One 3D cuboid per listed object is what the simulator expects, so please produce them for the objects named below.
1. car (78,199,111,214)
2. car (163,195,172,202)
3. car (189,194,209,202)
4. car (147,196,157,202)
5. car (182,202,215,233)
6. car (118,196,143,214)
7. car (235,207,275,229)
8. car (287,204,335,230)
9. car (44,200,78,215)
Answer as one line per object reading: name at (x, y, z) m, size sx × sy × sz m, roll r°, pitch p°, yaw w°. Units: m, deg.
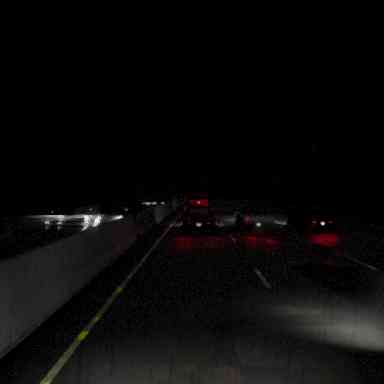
car at (-9.979, 1.502, 35.449) m, size 2.128 × 1.511 × 4.902 m, roll 0°, pitch 0°, yaw 1°
car at (-5.584, 1.475, 76.065) m, size 1.882 × 1.535 × 5.008 m, roll 0°, pitch 0°, yaw 1°
car at (0.784, 1.238, 38.222) m, size 2.150 × 2.045 × 5.566 m, roll 0°, pitch 0°, yaw 2°
car at (-9.084, 1.591, 76.103) m, size 1.895 × 1.301 × 4.718 m, roll 0°, pitch 0°, yaw 1°
car at (0.398, 1.534, 19.759) m, size 1.812 × 1.442 × 4.674 m, roll 0°, pitch 0°, yaw 1°
car at (-6.481, 1.503, 35.397) m, size 2.128 × 1.511 × 4.902 m, roll 0°, pitch 0°, yaw 1°
car at (3.947, 1.612, 21.651) m, size 1.895 × 1.301 × 4.718 m, roll 0°, pitch 0°, yaw 1°
car at (7.440, 1.518, 21.213) m, size 1.837 × 1.490 × 4.892 m, roll 0°, pitch 0°, yaw 1°
car at (-13.493, 1.556, 34.906) m, size 2.033 × 1.411 × 5.357 m, roll 0°, pitch 0°, yaw 1°
